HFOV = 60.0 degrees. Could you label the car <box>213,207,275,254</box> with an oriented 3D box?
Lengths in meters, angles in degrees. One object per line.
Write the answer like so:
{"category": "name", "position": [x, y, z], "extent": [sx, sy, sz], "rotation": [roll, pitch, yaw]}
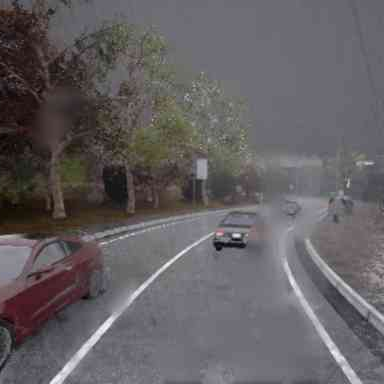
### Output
{"category": "car", "position": [2.159, 1.522, 13.659], "extent": [2.033, 1.411, 5.357], "rotation": [2, 0, 15]}

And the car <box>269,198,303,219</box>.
{"category": "car", "position": [8.849, 1.593, 30.269], "extent": [2.033, 1.411, 5.357], "rotation": [3, 1, 26]}

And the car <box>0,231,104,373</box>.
{"category": "car", "position": [-2.991, 1.460, 5.550], "extent": [1.812, 1.442, 4.674], "rotation": [1, 1, 7]}
